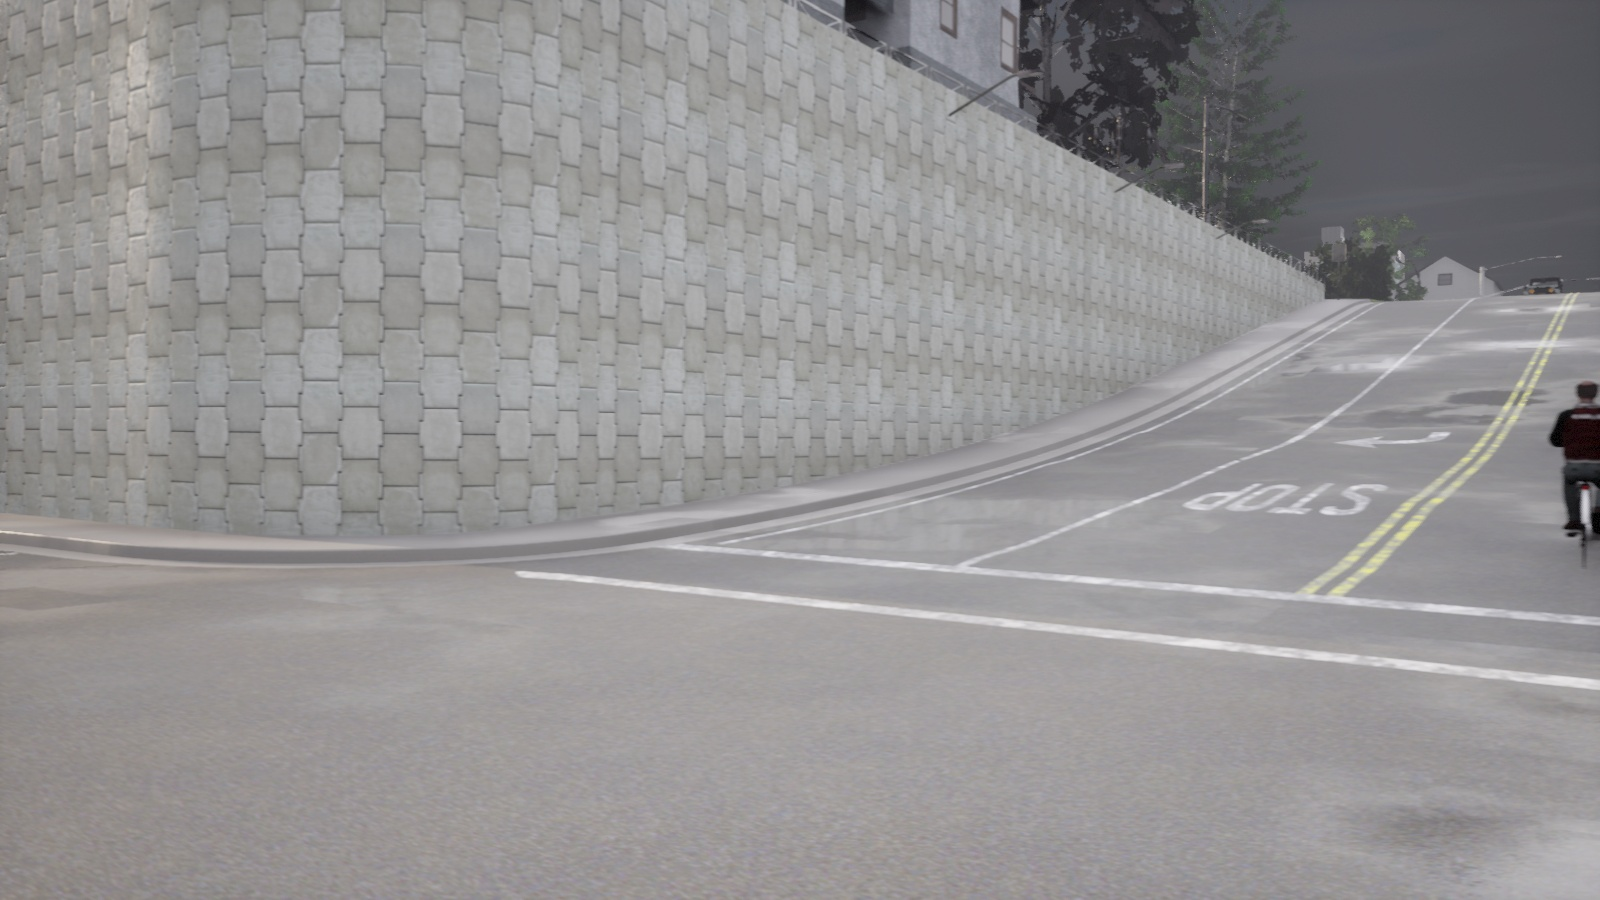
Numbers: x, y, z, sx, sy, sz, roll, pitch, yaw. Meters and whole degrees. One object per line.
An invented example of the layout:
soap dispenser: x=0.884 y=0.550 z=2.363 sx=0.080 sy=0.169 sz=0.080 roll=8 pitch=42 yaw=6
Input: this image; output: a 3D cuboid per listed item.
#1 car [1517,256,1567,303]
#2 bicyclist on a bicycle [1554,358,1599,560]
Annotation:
car: x=36.985 y=-8.460 z=62.555 sx=1.905 sy=1.878 sz=3.866 roll=-1 pitch=1 yaw=34
bicyclist on a bicycle: x=7.882 y=0.033 z=12.471 sx=0.659 sy=1.776 sz=1.843 roll=0 pitch=7 yaw=31
